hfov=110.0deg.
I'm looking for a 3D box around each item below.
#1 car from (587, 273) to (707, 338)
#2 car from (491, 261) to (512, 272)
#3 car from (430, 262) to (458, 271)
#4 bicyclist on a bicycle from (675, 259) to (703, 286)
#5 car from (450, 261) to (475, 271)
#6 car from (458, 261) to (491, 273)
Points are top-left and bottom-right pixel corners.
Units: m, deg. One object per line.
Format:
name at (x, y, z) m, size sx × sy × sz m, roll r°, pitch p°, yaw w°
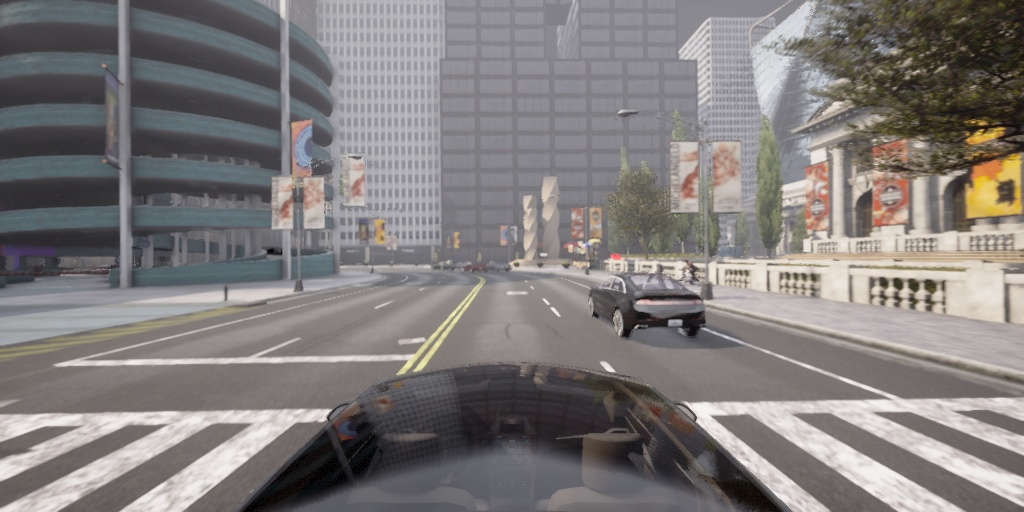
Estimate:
car at (3.438, 1.220, 10.053) m, size 2.128 × 1.511 × 4.902 m, roll -1°, pitch 0°, yaw -1°
car at (-1.929, 1.418, 47.666) m, size 2.033 × 1.411 × 5.357 m, roll -1°, pitch 0°, yaw -30°
car at (-10.501, 1.583, 54.268) m, size 1.895 × 1.301 × 4.718 m, roll -1°, pitch 0°, yaw -41°
bicyclist on a bicycle at (10.473, 0.974, 21.228) m, size 1.656 × 1.620 × 0.582 m, roll -1°, pitch 0°, yaw -2°
car at (-7.806, 1.520, 56.500) m, size 1.994 × 1.385 × 4.181 m, roll -1°, pitch 0°, yaw -41°
car at (-4.842, 1.377, 45.683) m, size 1.882 × 1.535 × 5.008 m, roll -1°, pitch 0°, yaw -26°
